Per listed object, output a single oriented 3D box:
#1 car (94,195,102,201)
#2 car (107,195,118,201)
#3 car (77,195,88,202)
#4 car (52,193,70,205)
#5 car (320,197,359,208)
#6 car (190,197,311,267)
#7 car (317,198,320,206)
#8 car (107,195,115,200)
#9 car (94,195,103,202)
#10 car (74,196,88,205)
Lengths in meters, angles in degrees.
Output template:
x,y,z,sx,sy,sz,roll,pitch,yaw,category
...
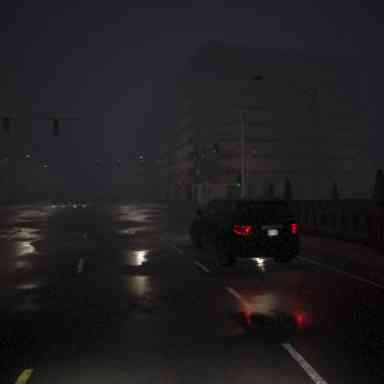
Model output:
x,y,z,sx,sy,sz,roll,pitch,yaw,category
-25.327,1.563,89.298,1.994,1.385,4.181,0,0,-17,car
-19.124,1.539,80.810,1.994,1.385,4.181,0,0,-17,car
-25.212,1.561,76.744,2.128,1.511,4.902,0,0,-17,car
-23.932,1.276,60.268,2.150,2.045,5.566,0,0,-16,car
18.669,1.363,40.789,4.892,1.490,1.837,-1,0,-17,car
1.532,1.190,11.573,2.150,2.045,5.566,0,0,-14,car
17.606,1.386,44.121,4.674,1.442,1.812,0,0,-17,car
-21.984,1.582,90.334,1.895,1.301,4.718,0,0,-17,car
-22.362,1.534,79.423,1.812,1.442,4.674,0,0,-17,car
-20.611,1.510,61.362,1.882,1.535,5.008,0,0,-16,car
